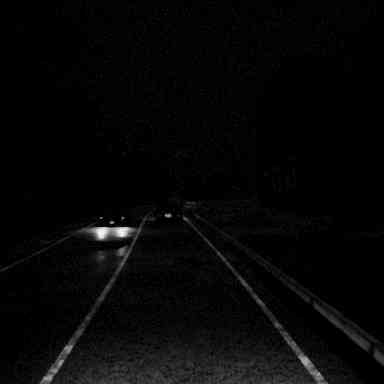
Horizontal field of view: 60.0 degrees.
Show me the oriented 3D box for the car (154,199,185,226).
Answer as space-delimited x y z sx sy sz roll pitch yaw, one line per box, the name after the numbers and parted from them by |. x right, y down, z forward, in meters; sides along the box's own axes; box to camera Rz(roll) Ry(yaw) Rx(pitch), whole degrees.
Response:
-1.597 1.459 22.454 2.033 1.411 5.357 0 0 -5 | car

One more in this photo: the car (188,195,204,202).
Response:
0.539 1.219 63.174 1.895 1.301 4.718 -3 0 25 | car

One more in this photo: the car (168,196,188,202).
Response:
-1.984 1.216 40.693 1.882 1.535 5.008 -1 0 4 | car

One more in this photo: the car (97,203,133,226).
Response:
-5.049 1.437 22.588 2.033 1.411 5.357 0 0 -5 | car
